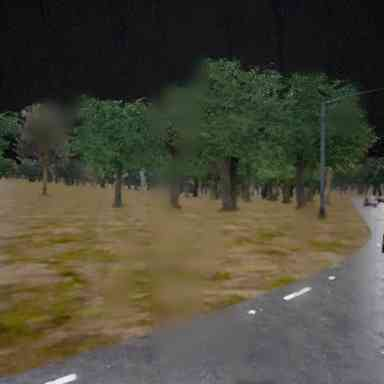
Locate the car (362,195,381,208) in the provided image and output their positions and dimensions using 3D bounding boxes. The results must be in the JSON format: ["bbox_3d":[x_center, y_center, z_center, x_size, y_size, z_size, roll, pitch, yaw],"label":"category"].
[{"bbox_3d":[27.249,1.664,50.923,1.837,1.490,4.892,1,0,25],"label":"car"}]

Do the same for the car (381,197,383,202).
[{"bbox_3d":[43.919,1.831,77.027,1.882,1.535,5.008,1,0,25],"label":"car"}]

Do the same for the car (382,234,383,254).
[{"bbox_3d":[8.683,1.669,13.058,1.895,1.301,4.718,1,0,34],"label":"car"}]
